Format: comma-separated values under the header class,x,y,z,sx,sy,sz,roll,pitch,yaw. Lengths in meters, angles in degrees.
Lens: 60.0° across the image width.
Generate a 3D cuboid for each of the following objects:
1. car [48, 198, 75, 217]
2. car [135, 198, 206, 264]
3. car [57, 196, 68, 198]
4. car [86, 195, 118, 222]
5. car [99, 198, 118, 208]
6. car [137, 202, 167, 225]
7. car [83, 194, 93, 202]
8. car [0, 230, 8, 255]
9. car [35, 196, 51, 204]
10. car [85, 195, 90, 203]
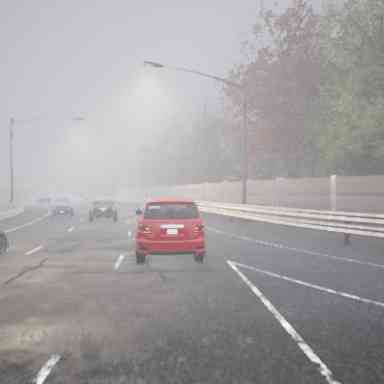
class,x,y,z,sx,sy,sz,roll,pitch,yaw
car,-12.071,1.561,31.289,1.812,1.442,4.674,0,0,-18
car,-0.874,1.222,12.135,2.150,2.045,5.566,0,0,-7
car,-25.193,1.442,64.728,1.994,1.385,4.181,0,0,-39
car,-7.244,1.372,27.195,2.097,1.767,4.553,0,0,-15
car,-12.959,1.636,51.433,1.895,1.301,4.718,0,0,-27
car,-3.100,1.532,25.146,1.812,1.442,4.674,0,0,-13
car,-20.515,1.373,66.336,1.837,1.490,4.892,0,0,-23
car,-7.719,1.588,10.751,1.994,1.385,4.181,0,0,-6
car,-28.013,1.431,62.655,1.882,1.535,5.008,0,0,-39
car,-17.519,1.650,60.269,1.895,1.301,4.718,0,0,-27
